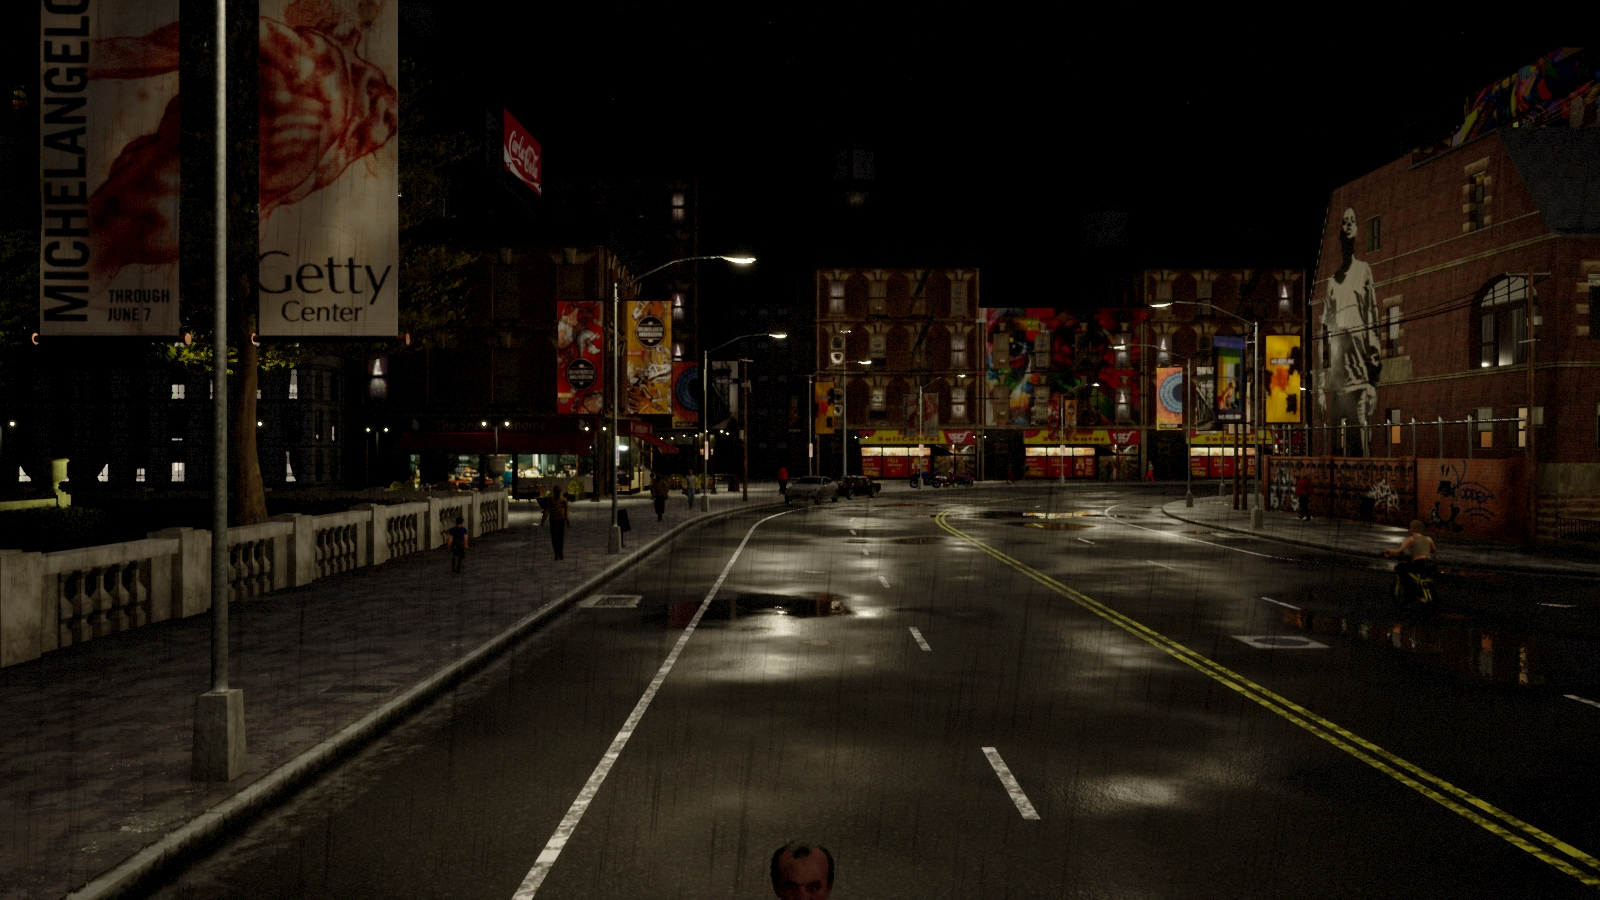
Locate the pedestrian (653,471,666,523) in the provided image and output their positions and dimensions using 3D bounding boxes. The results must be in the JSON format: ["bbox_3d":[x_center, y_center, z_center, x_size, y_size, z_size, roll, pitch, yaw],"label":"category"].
[{"bbox_3d":[-5.092,1.696,41.373,0.375,1.860,0.375,0,0,4],"label":"pedestrian"}]

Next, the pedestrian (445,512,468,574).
[{"bbox_3d":[-7.358,1.978,24.479,0.375,1.300,0.375,0,0,1],"label":"pedestrian"}]

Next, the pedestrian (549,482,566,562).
[{"bbox_3d":[-5.748,1.696,27.098,0.375,1.860,0.375,0,0,-10],"label":"pedestrian"}]

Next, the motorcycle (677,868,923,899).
[{"bbox_3d":[-0.002,2.182,3.374,0.856,1.236,1.805,0,0,0],"label":"motorcycle"}]

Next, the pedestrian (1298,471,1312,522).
[{"bbox_3d":[18.596,1.696,42.063,0.375,1.860,0.375,0,0,1],"label":"pedestrian"}]

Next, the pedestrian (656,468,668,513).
[{"bbox_3d":[-5.738,1.696,47.613,0.375,1.860,0.375,0,0,14],"label":"pedestrian"}]

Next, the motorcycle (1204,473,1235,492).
[{"bbox_3d":[28.321,2.182,77.114,1.805,1.236,0.856,0,0,0],"label":"motorcycle"}]

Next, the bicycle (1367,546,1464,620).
[{"bbox_3d":[10.515,2.256,19.581,0.859,1.080,1.487,0,0,0],"label":"bicycle"}]
